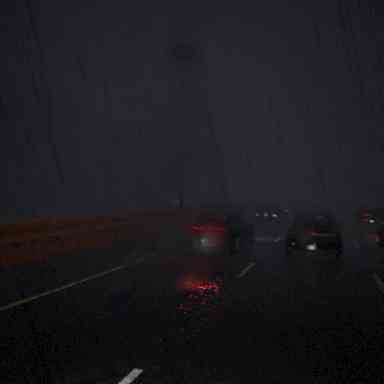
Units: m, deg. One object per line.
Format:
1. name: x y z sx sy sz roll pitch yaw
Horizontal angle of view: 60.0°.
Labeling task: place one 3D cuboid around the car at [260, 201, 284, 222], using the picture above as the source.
1. car: 6.263 1.732 26.238 2.033 1.411 5.357 1 0 22

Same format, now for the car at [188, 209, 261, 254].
1. car: 1.387 1.570 13.950 1.837 1.490 4.892 1 -1 22

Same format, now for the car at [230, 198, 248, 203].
1. car: 9.924 1.912 63.476 2.033 1.411 5.357 1 0 34

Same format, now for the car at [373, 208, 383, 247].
1. car: 8.481 1.650 12.812 1.882 1.535 5.008 1 0 22

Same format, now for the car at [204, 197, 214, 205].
1. car: 4.239 1.771 67.580 1.882 1.535 5.008 1 0 34

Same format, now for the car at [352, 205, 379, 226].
1. car: 13.628 1.800 25.679 1.837 1.490 4.892 1 0 23

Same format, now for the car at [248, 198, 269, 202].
1. car: 12.738 1.878 61.359 1.882 1.535 5.008 1 0 34

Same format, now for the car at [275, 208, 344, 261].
1. car: 4.790 1.609 13.027 2.128 1.511 4.902 1 0 22

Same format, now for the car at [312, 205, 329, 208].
1. car: 10.642 1.780 27.595 1.812 1.442 4.674 1 0 23

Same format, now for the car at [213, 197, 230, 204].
1. car: 6.914 1.871 65.290 2.033 1.411 5.357 1 0 34
